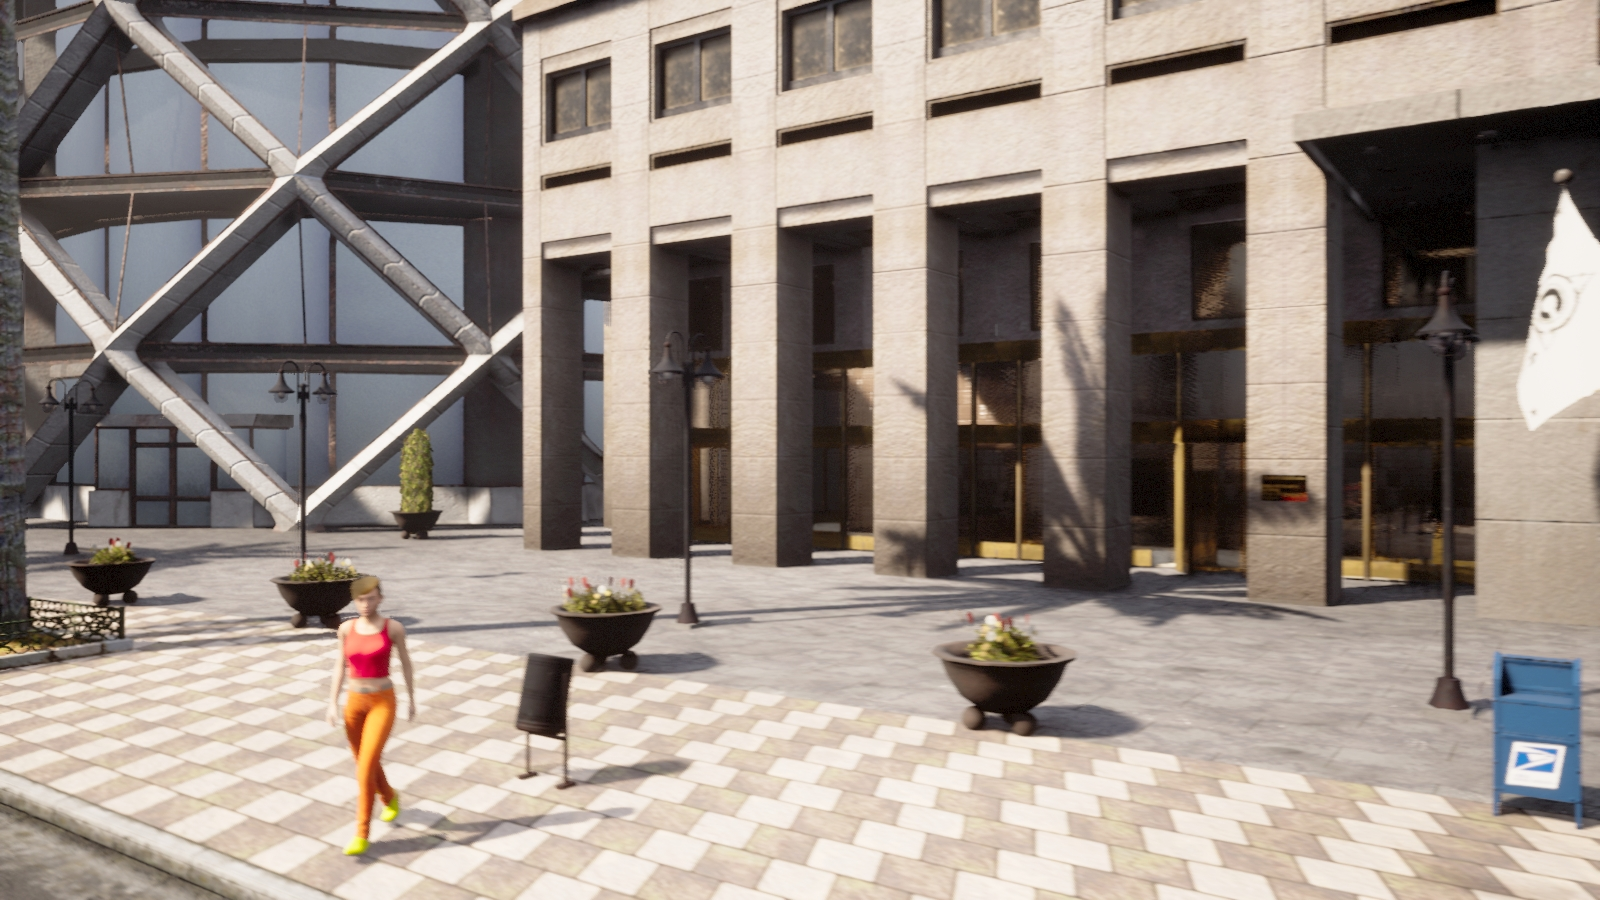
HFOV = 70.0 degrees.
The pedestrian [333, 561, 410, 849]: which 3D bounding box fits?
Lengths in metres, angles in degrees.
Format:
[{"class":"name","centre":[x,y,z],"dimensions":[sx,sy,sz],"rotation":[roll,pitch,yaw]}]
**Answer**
[{"class":"pedestrian","centre":[-2.881,1.696,7.702],"dimensions":[0.375,1.860,0.375],"rotation":[0,0,0]}]
